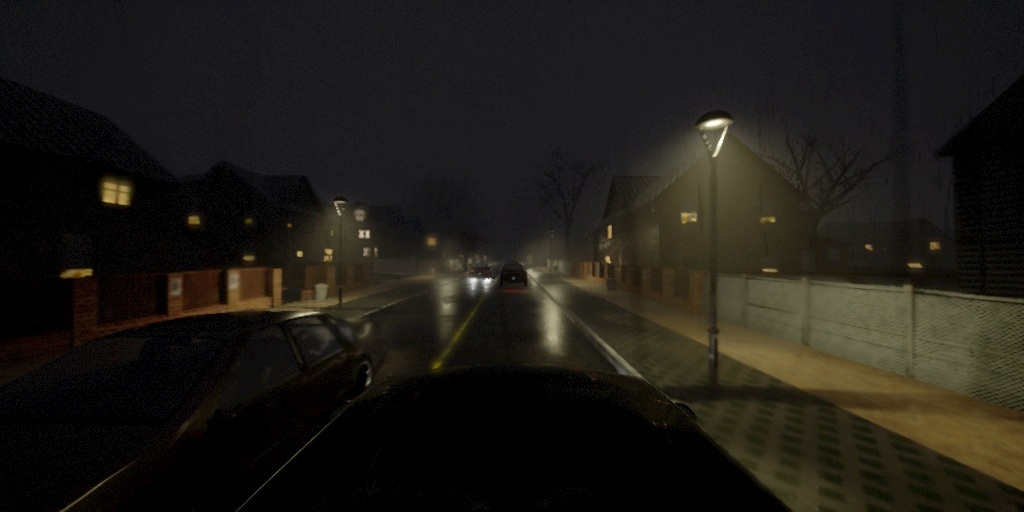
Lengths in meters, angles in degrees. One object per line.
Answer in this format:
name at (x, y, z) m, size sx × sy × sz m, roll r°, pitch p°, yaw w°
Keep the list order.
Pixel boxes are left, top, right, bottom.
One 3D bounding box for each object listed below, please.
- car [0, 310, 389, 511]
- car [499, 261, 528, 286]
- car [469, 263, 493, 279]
car at (-2.850, 1.300, 3.398) m, size 2.033 × 1.411 × 5.357 m, roll 0°, pitch 0°, yaw 0°
car at (0.100, 1.271, 25.499) m, size 1.882 × 1.535 × 5.008 m, roll 0°, pitch 0°, yaw 0°
car at (-2.848, 1.375, 33.712) m, size 1.994 × 1.385 × 4.181 m, roll 0°, pitch 0°, yaw 0°
